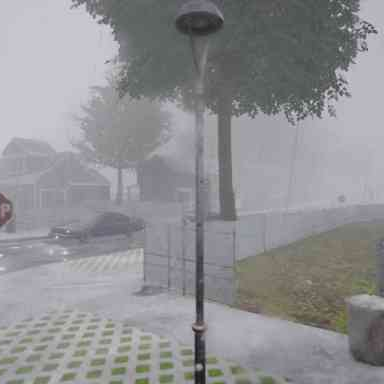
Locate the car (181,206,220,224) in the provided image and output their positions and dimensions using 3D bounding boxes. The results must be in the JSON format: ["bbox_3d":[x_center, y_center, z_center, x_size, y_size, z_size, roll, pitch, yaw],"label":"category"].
[{"bbox_3d":[1.067,1.873,26.364,1.812,1.442,4.674,0,0,36],"label":"car"}]

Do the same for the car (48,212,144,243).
[{"bbox_3d":[-4.930,1.806,18.132,2.033,1.411,5.357,0,0,36],"label":"car"}]
